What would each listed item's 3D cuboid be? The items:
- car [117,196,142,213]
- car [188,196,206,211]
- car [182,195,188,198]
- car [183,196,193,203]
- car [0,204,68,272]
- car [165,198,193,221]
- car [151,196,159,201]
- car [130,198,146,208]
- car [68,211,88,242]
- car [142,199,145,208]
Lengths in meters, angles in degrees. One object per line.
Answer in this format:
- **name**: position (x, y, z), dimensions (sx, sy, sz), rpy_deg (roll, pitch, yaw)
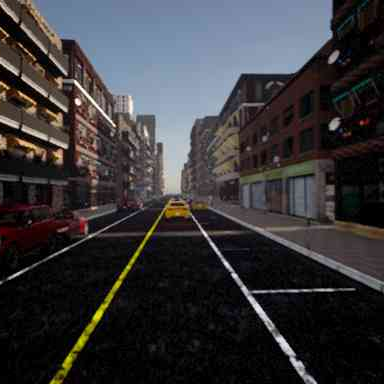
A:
- **car**: position (-7.578, 1.412, 39.297), dimensions (2.192, 1.841, 5.009), rpy_deg (0, 0, -3)
- **car**: position (0.784, 1.535, 39.879), dimensions (1.752, 1.417, 4.829), rpy_deg (0, 0, -3)
- **car**: position (-1.871, 1.515, 40.890), dimensions (1.882, 1.535, 5.008), rpy_deg (-1, 0, -3)
- **car**: position (-0.890, 1.587, 73.485), dimensions (2.008, 1.369, 4.403), rpy_deg (0, 0, -3)
- **car**: position (-6.176, 1.386, 11.150), dimensions (2.192, 1.841, 5.009), rpy_deg (0, 0, -3)
- **car**: position (-1.209, 1.504, 27.742), dimensions (1.882, 1.535, 5.008), rpy_deg (-1, 0, -3)
- **car**: position (-10.101, 1.687, 89.959), dimensions (2.008, 1.369, 4.403), rpy_deg (0, 0, -3)
- **car**: position (-8.138, 1.651, 50.555), dimensions (1.887, 1.381, 4.507), rpy_deg (0, 0, -3)
- **car**: position (-6.455, 1.658, 16.779), dimensions (1.802, 1.307, 4.206), rpy_deg (0, 0, -3)
- **car**: position (-7.858, 1.542, 44.925), dimensions (1.967, 1.590, 4.097), rpy_deg (0, 0, -3)
